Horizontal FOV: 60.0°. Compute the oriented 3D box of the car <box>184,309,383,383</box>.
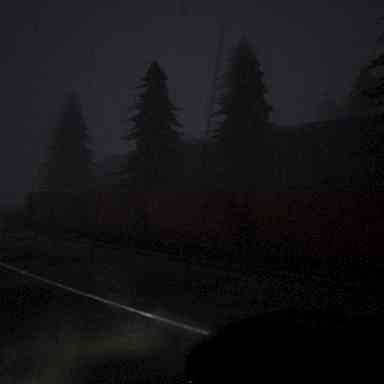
[{"bbox_3d":[2.204,1.483,2.023,5.008,1.535,1.882,-1,0,35],"label":"car"}]
